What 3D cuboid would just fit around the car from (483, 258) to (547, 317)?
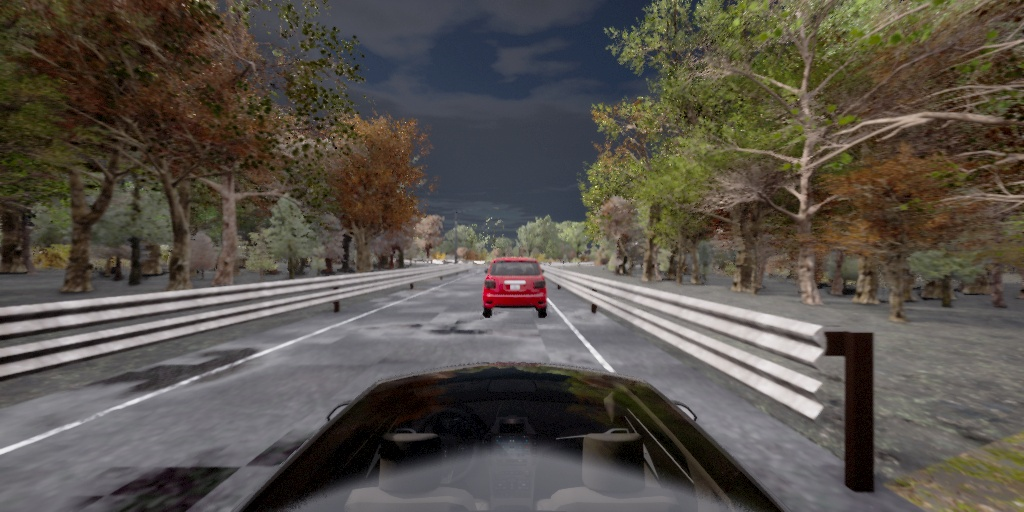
[{"bbox_3d":[0.101,1.079,13.859,2.150,2.045,5.566,0,0,0],"label":"car"}]
